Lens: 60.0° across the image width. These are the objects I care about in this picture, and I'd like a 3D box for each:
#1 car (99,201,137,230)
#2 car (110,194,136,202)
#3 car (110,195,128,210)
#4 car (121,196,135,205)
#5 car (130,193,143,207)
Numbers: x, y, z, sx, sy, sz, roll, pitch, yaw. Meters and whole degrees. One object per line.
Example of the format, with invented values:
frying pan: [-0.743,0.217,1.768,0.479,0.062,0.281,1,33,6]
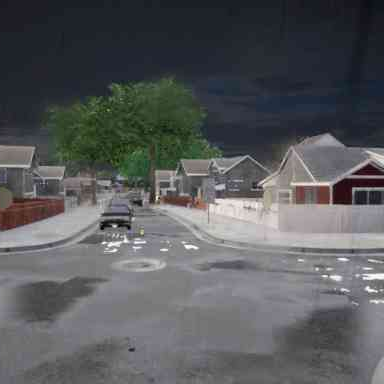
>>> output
car: [-4.793,1.551,21.453,2.033,1.411,5.357,0,0,-9]
car: [-6.620,1.356,31.330,2.097,1.767,4.553,0,0,-11]
car: [-9.536,1.354,43.104,2.097,1.767,4.553,0,0,-16]
car: [-11.772,1.476,60.963,2.128,1.511,4.902,0,0,-15]
car: [-8.923,1.205,51.009,2.150,2.045,5.566,0,0,-16]
